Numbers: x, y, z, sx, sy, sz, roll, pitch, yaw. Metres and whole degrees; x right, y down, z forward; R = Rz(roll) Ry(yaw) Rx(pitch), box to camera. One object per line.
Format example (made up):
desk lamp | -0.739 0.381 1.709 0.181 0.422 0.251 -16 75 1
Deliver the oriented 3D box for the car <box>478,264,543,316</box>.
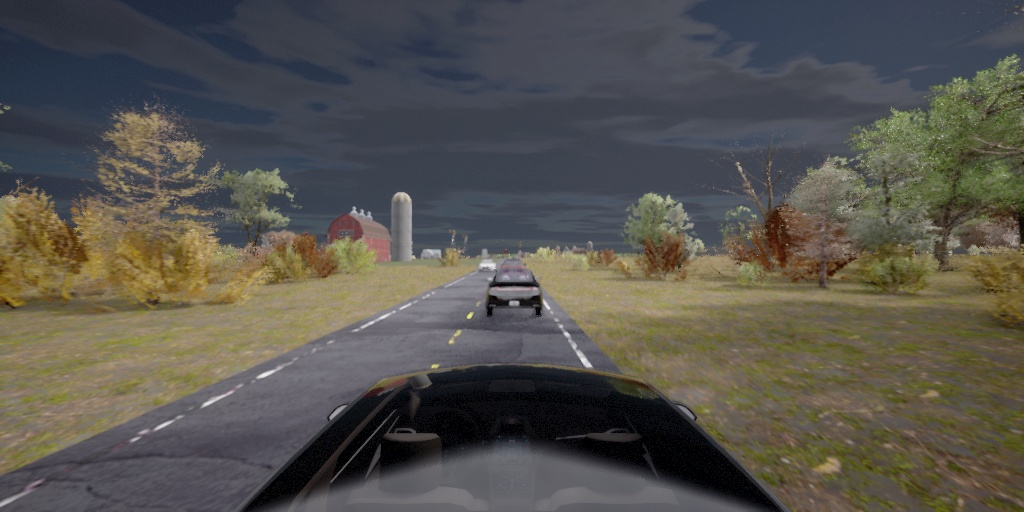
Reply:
car | 0.077 1.200 13.153 2.128 1.511 4.902 0 0 0

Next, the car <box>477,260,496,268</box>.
car | -2.855 1.142 41.658 1.812 1.442 4.674 0 0 0

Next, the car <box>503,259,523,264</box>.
car | 0.076 1.009 29.104 2.097 1.767 4.553 0 0 0
